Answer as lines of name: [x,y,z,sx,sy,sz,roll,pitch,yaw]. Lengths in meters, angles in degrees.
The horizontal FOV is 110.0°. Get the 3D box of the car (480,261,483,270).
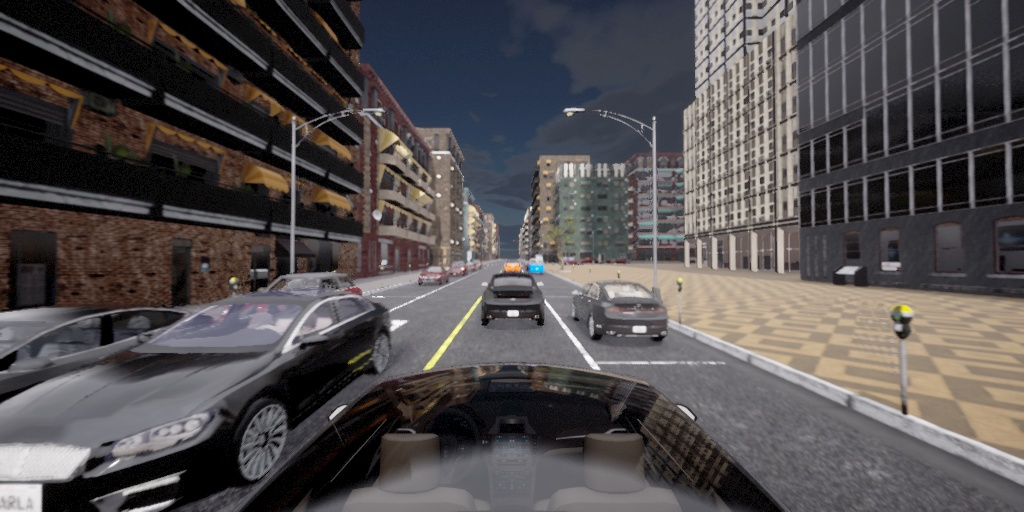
car: [-5.823,1.333,57.659,1.967,1.591,4.097,0,0,0]

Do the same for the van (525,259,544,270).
van: [2.716,1.190,41.004,1.690,1.789,3.998,0,0,0]

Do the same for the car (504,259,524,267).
car: [0.097,1.214,45.227,2.097,1.767,4.553,0,0,0]

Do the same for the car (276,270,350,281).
car: [-5.690,1.210,9.768,1.967,1.591,4.097,0,0,0]

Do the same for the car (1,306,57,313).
car: [-5.689,1.322,4.199,1.948,1.339,4.313,0,0,0]

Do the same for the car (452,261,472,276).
car: [-5.697,1.281,37.617,1.967,1.591,4.097,0,0,0]

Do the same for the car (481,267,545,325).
car: [0.018,1.280,11.919,1.837,1.490,4.892,0,0,0]

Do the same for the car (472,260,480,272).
car: [-5.771,1.452,48.755,1.802,1.307,4.207,0,0,0]

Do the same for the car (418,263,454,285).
car: [-5.691,1.394,26.477,1.802,1.307,4.207,0,0,0]

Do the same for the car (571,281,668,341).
car: [2.691,1.320,9.767,2.007,1.370,4.403,0,0,0]

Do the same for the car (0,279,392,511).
car: [-3.100,1.249,4.677,2.128,1.511,4.902,0,0,0]
